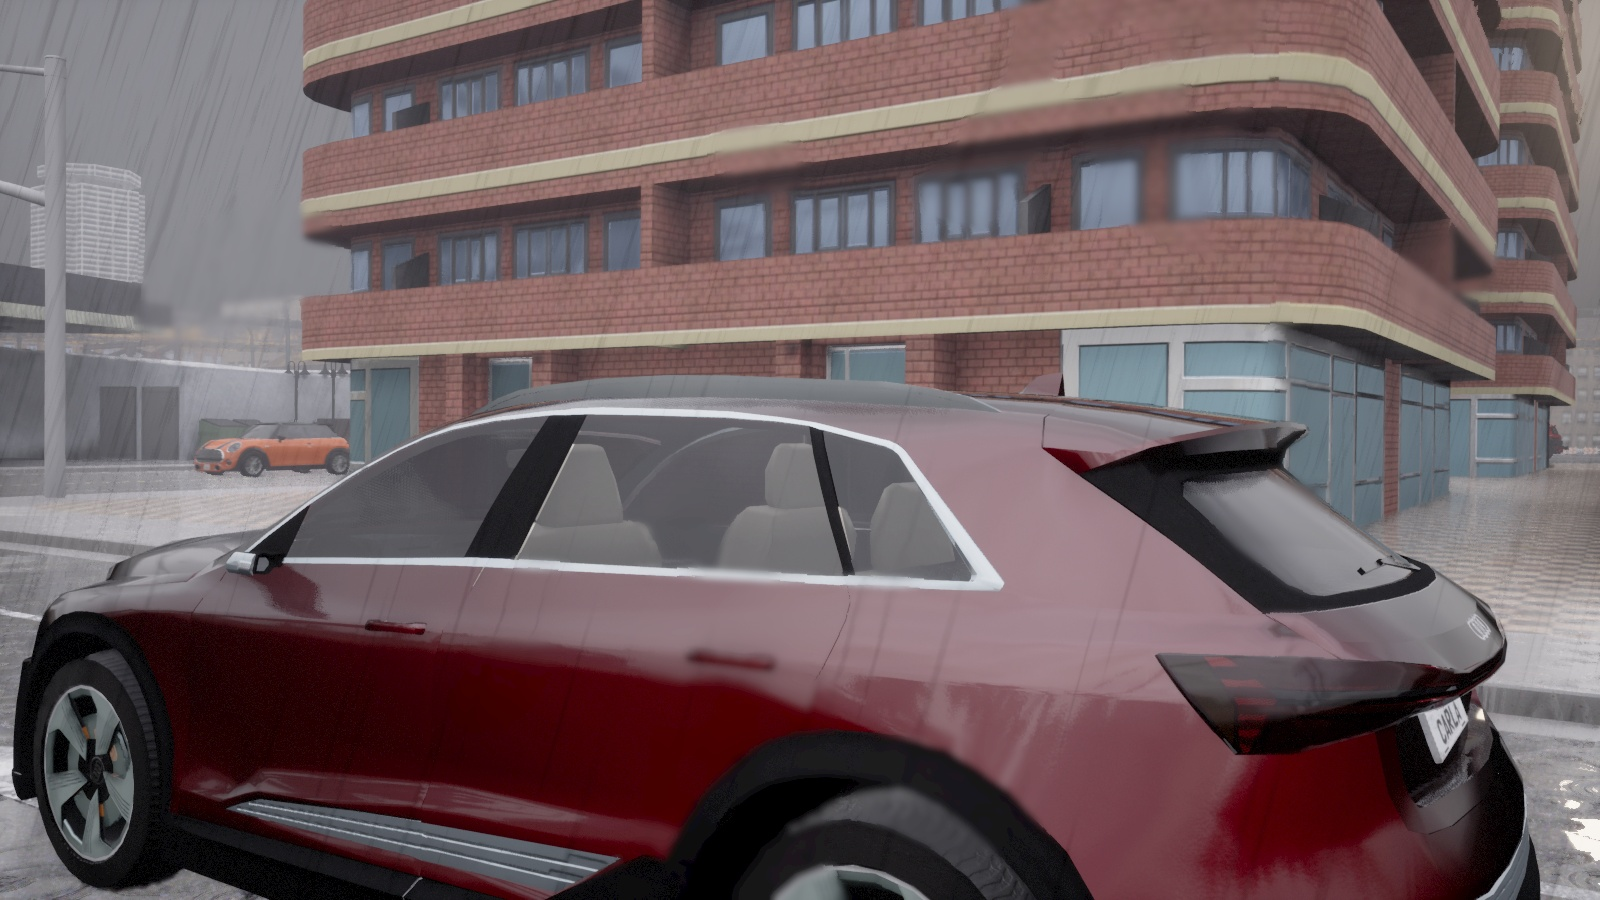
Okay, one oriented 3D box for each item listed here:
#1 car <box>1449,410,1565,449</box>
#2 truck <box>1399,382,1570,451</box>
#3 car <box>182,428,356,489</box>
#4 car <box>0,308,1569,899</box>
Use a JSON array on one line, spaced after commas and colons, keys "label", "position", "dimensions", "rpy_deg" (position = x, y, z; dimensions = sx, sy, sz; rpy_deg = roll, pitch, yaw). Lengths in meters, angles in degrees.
[{"label": "car", "position": [40.024, -1.148, 71.135], "dimensions": [5.566, 2.045, 2.150], "rpy_deg": [-1, 0, 34]}, {"label": "truck", "position": [37.375, -1.777, 68.680], "dimensions": [7.936, 3.462, 2.891], "rpy_deg": [-1, 0, 34]}, {"label": "car", "position": [-16.378, 0.206, 38.931], "dimensions": [2.097, 1.767, 4.553], "rpy_deg": [0, 1, 33]}, {"label": "car", "position": [-0.483, 0.612, 3.940], "dimensions": [4.856, 1.649, 2.033], "rpy_deg": [0, 1, 34]}]
